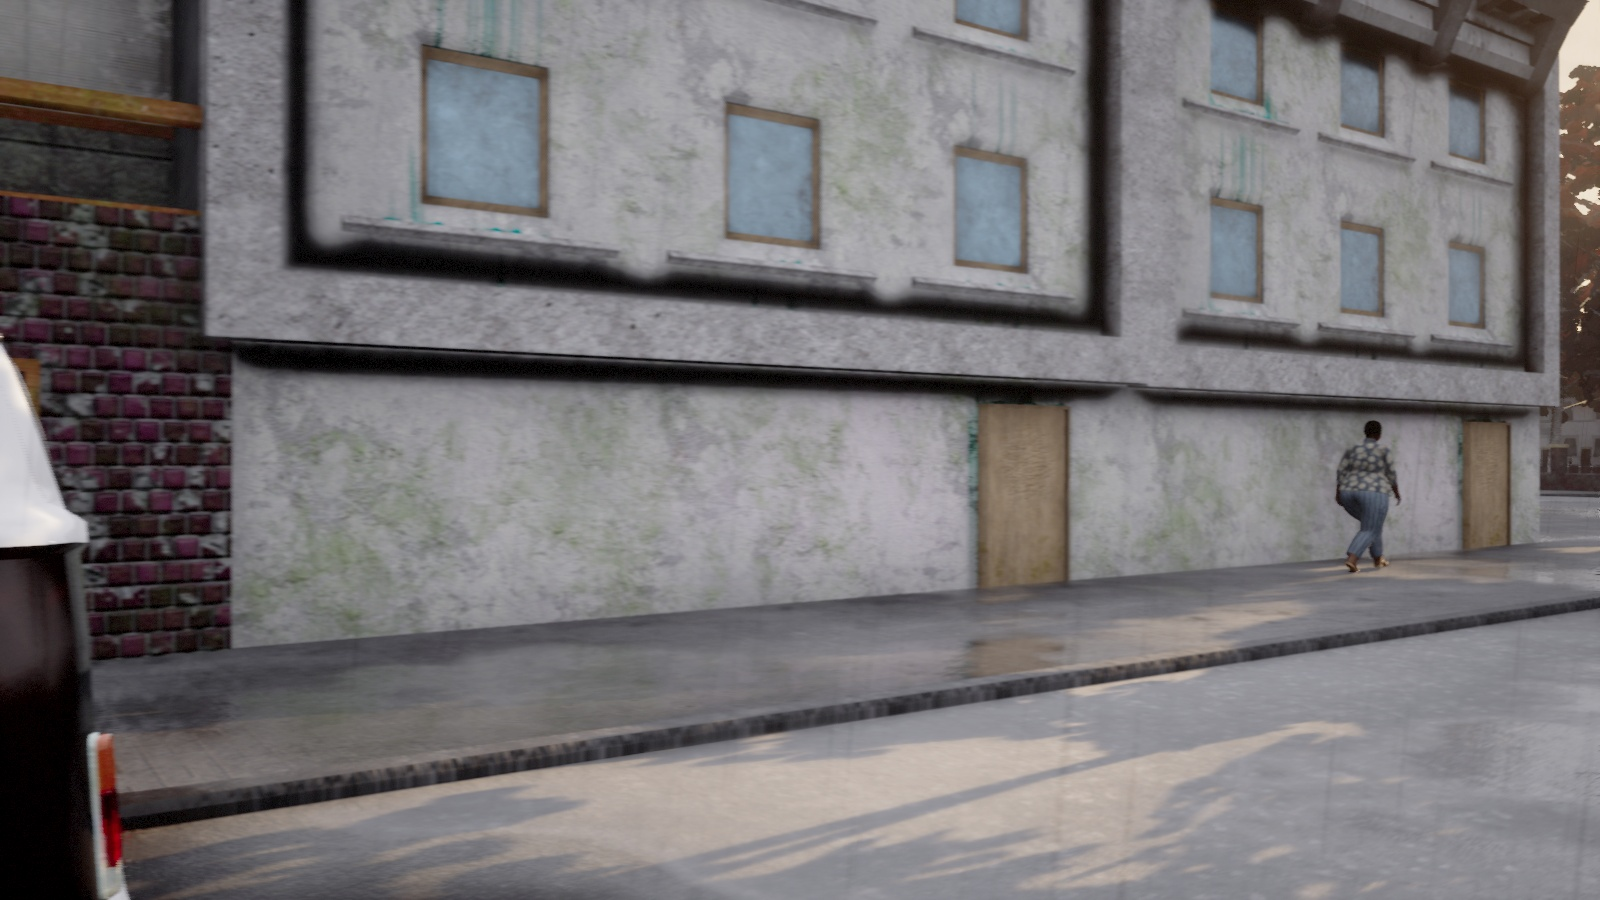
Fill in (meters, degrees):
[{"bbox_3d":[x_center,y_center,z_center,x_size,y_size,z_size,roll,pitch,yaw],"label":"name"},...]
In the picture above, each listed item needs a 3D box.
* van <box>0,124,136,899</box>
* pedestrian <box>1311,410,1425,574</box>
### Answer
[{"bbox_3d":[-3.591,0.480,1.768,4.480,2.038,2.069,0,0,-35],"label":"van"},{"bbox_3d":[6.717,0.477,14.856,0.900,1.855,0.874,0,0,-34],"label":"pedestrian"}]
